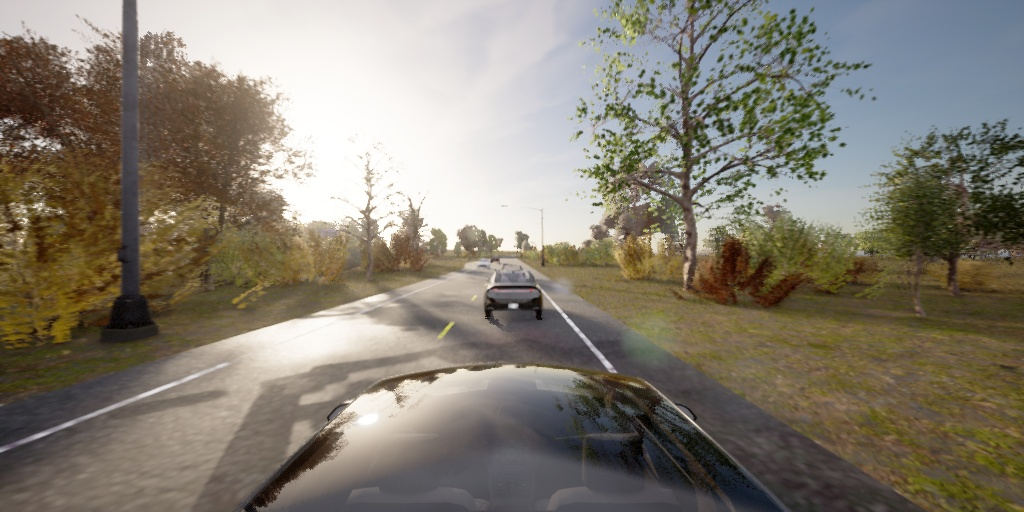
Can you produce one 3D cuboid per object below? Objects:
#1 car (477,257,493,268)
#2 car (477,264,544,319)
[{"bbox_3d":[-3.991,1.147,51.130,1.812,1.442,4.674,0,0,-3],"label":"car"},{"bbox_3d":[0.052,1.217,12.707,2.128,1.511,4.902,0,0,0],"label":"car"}]
